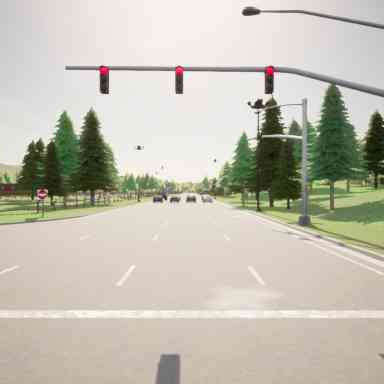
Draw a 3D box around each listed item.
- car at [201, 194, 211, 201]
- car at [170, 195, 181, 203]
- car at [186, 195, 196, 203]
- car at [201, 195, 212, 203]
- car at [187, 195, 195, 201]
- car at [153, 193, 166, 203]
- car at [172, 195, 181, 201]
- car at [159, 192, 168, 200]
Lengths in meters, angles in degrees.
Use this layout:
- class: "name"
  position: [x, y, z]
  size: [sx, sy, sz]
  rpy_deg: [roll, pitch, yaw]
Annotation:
- class: "car"
  position: [3.313, 1.357, 80.794]
  size: [2.128, 1.511, 4.902]
  rpy_deg: [0, 0, 0]
- class: "car"
  position: [-3.663, 1.492, 70.358]
  size: [1.837, 1.490, 4.892]
  rpy_deg: [0, 0, 0]
- class: "car"
  position: [-0.164, 1.346, 70.720]
  size: [2.097, 1.767, 4.553]
  rpy_deg: [0, 0, 0]
- class: "car"
  position: [3.336, 1.516, 70.791]
  size: [1.812, 1.442, 4.674]
  rpy_deg: [0, 0, 0]
- class: "car"
  position: [-0.187, 1.385, 80.786]
  size: [1.994, 1.385, 4.181]
  rpy_deg: [0, 0, 0]
- class: "car"
  position: [-7.163, 1.469, 70.350]
  size: [1.882, 1.535, 5.008]
  rpy_deg: [0, 0, 0]
- class: "car"
  position: [-3.687, 1.427, 80.808]
  size: [1.895, 1.301, 4.718]
  rpy_deg: [0, 0, 0]
- class: "car"
  position: [-7.187, 1.057, 80.800]
  size: [2.150, 2.045, 5.566]
  rpy_deg: [0, 0, 0]
